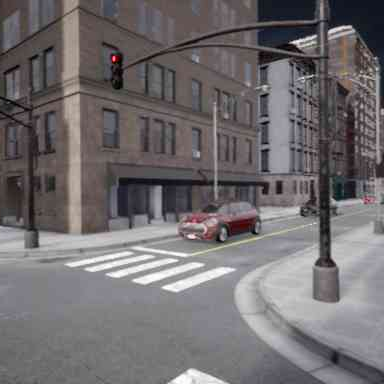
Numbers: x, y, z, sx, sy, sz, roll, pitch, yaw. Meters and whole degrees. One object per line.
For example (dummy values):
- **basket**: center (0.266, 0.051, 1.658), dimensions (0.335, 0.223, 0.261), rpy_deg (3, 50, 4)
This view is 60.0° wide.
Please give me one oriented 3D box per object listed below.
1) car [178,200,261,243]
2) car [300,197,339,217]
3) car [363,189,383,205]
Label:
- **car**: center (1.372, 1.227, 15.546), dimensions (2.097, 1.767, 4.553), rpy_deg (-1, 0, 39)
- **car**: center (10.205, 1.181, 26.444), dimensions (1.837, 1.490, 4.892), rpy_deg (-1, 0, 39)
- **car**: center (23.977, 0.577, 43.288), dimensions (2.150, 2.045, 5.566), rpy_deg (-1, 0, 39)
